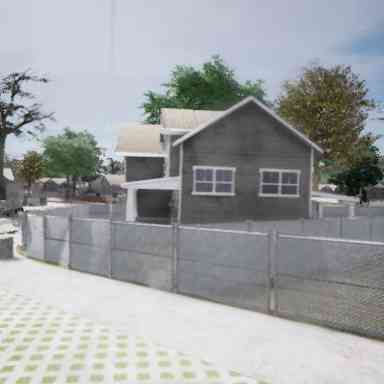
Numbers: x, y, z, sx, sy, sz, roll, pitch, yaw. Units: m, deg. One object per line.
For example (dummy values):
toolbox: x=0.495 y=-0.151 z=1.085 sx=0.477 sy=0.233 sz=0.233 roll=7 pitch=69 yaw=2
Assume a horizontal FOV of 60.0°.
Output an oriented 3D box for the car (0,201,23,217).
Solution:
car: x=-19.833 y=1.701 z=35.548 sx=2.097 sy=1.767 sz=4.553 roll=2 pitch=-1 yaw=-8
